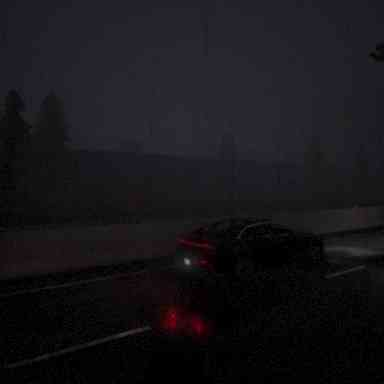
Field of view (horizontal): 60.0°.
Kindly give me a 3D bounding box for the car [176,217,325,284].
[{"bbox_3d":[1.849,1.476,9.556,4.902,1.511,2.128,-1,0,-36],"label":"car"}]
